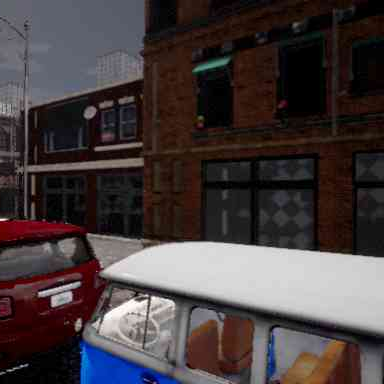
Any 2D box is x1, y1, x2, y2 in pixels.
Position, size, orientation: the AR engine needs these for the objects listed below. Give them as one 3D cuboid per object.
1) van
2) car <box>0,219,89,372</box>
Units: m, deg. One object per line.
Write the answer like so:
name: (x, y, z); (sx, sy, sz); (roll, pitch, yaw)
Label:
van: (0.914, 1.346, 2.201); (3.998, 1.788, 1.690); (-1, 1, 36)
car: (-3.486, 1.376, 5.345); (5.009, 1.841, 2.192); (-1, 1, 36)
